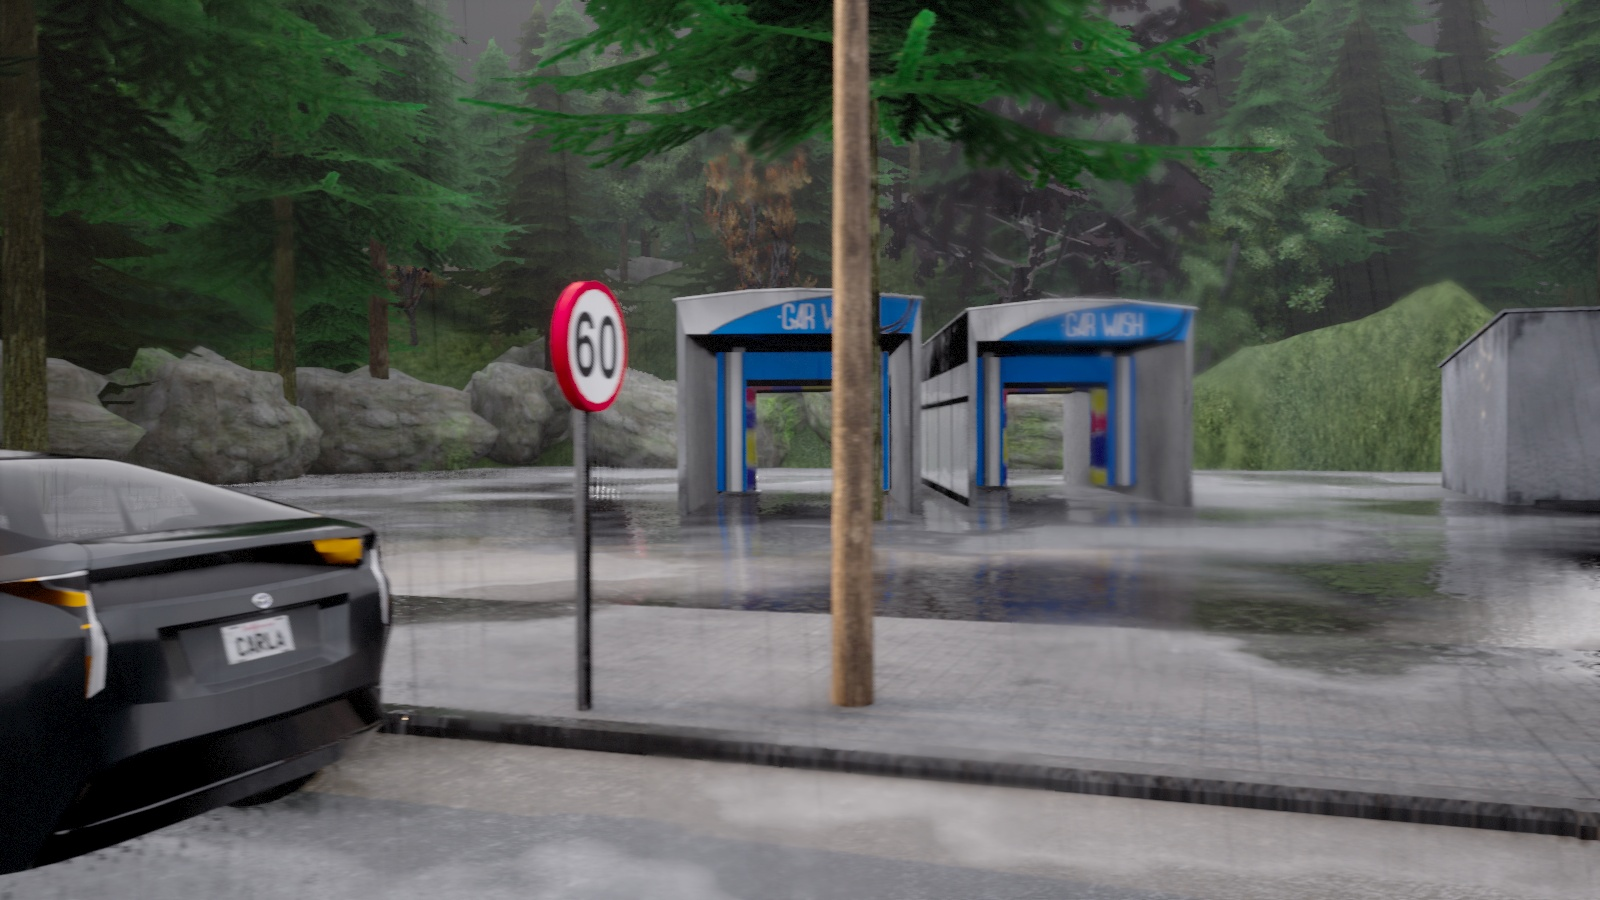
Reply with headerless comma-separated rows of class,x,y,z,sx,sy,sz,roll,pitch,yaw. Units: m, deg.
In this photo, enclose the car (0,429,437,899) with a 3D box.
car,-3.989,0.677,5.062,4.514,1.525,2.007,1,1,19
